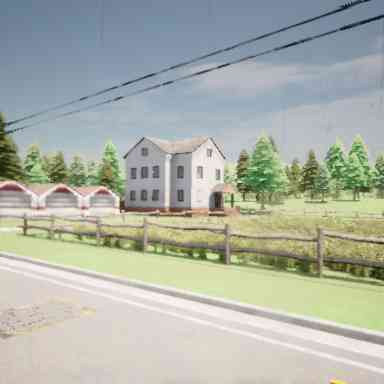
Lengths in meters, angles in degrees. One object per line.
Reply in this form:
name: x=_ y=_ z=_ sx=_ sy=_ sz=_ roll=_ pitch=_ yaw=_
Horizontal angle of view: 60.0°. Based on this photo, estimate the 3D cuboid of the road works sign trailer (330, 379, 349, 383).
road works sign trailer: x=2.543 y=0.592 z=2.482 sx=2.880 sy=3.560 sz=2.380 roll=-1 pitch=-2 yaw=37
